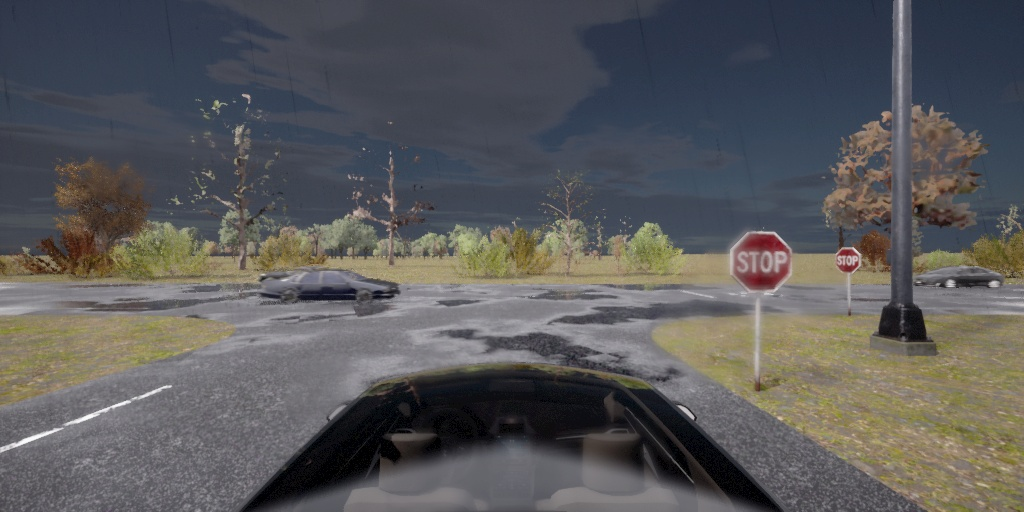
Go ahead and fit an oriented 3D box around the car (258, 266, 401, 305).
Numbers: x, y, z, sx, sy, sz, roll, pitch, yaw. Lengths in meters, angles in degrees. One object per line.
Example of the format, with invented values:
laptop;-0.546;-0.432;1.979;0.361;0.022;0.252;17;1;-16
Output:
car;-7.645;1.285;15.314;5.357;1.411;2.033;0;0;-2

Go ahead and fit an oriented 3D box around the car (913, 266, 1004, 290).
car;28.801;1.426;23.321;4.892;1.490;1.837;0;0;-2

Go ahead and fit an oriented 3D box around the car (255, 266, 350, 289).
car;-12.822;1.302;22.178;4.718;1.301;1.895;0;0;-2
